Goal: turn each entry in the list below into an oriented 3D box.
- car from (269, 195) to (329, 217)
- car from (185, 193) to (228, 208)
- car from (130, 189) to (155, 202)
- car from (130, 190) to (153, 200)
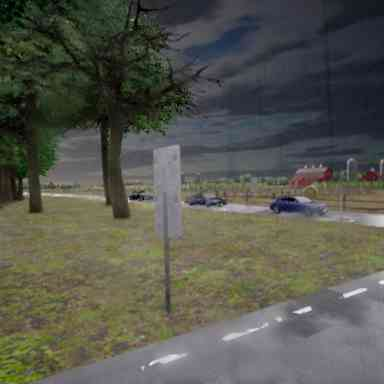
[{"bbox_3d":[8.004,0.999,25.314,1.812,1.442,4.674,-2,2,-35],"label":"car"},{"bbox_3d":[1.331,0.836,34.580,2.033,1.411,5.357,-2,2,-36],"label":"car"},{"bbox_3d":[-6.750,0.445,45.798,2.097,1.767,4.553,-2,2,-36],"label":"car"},{"bbox_3d":[-7.979,0.495,52.434,1.994,1.385,4.181,-2,2,-35],"label":"car"}]
